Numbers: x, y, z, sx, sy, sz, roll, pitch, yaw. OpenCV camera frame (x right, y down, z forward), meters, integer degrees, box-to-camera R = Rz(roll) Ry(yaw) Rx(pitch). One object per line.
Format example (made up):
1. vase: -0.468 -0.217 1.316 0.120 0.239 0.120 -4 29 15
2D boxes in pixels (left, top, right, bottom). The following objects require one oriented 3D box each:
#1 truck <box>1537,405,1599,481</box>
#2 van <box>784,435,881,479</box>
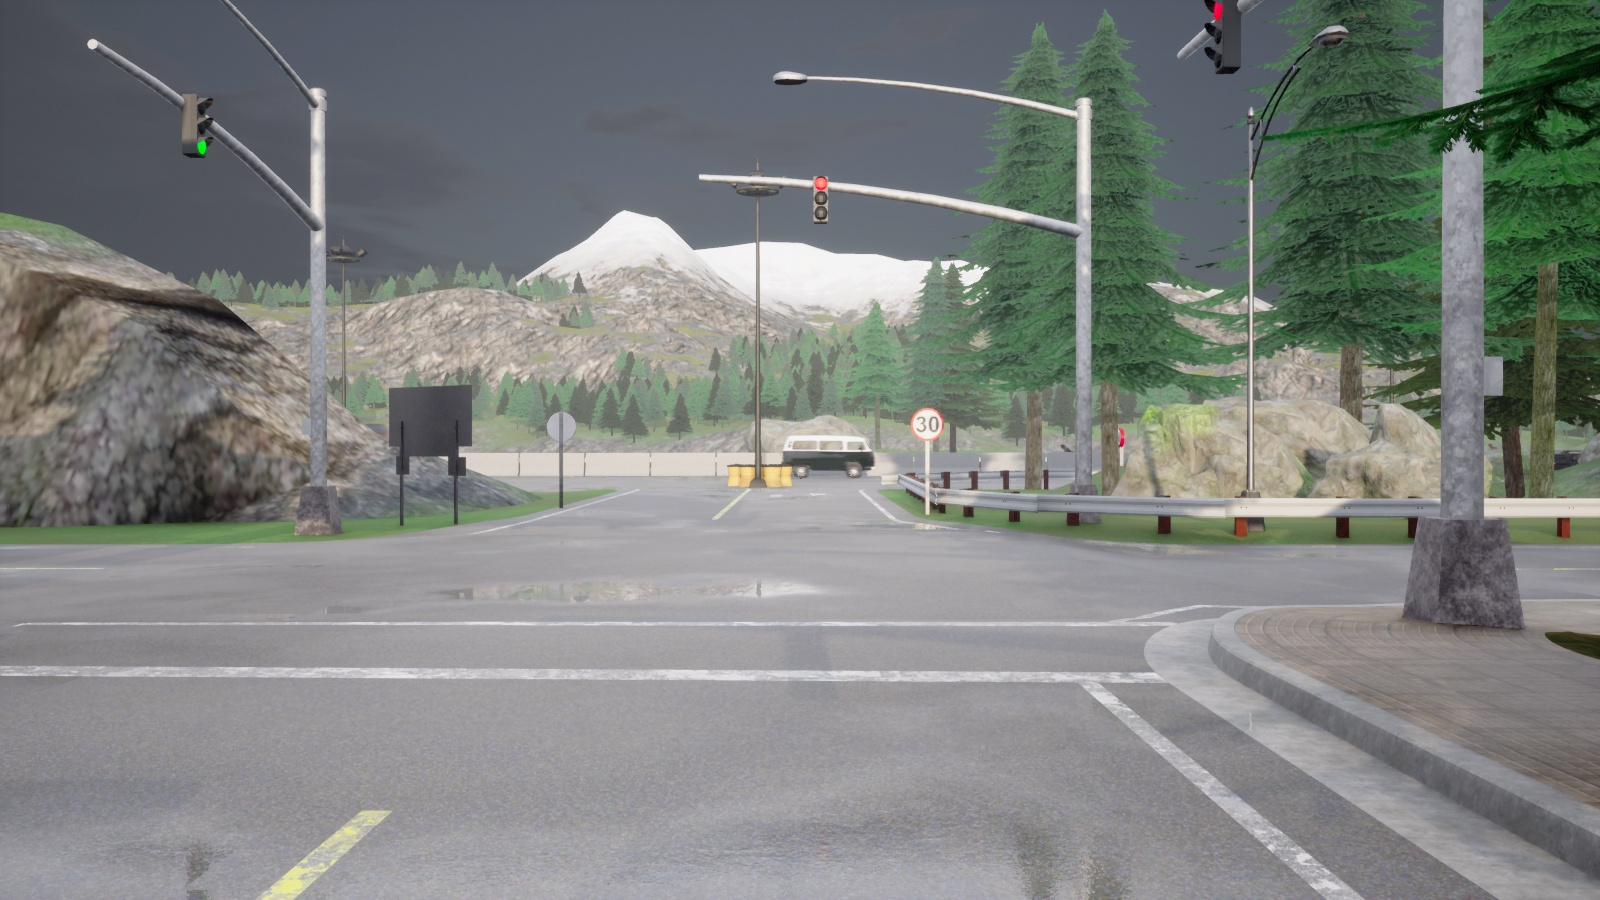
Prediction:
1. truck: 39.407 -0.340 58.896 7.936 3.462 2.891 0 0 0
2. van: 1.497 0.332 59.169 4.480 2.038 2.069 0 0 0
